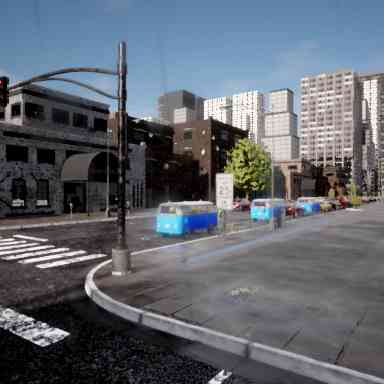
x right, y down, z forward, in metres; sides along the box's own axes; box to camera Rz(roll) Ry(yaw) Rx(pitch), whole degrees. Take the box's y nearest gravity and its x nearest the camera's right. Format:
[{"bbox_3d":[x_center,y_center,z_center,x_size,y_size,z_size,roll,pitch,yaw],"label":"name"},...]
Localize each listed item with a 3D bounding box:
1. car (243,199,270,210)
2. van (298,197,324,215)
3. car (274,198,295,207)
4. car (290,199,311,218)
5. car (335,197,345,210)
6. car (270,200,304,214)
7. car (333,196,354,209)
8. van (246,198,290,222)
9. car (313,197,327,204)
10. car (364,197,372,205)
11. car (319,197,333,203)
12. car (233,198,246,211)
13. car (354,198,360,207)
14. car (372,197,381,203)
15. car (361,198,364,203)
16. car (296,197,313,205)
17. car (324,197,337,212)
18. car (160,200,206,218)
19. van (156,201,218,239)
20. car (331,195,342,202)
[{"bbox_3d":[8.830,1.629,45.096,1.887,1.381,4.507,0,0,35],"label":"car"},{"bbox_3d":[12.522,1.469,35.752,1.690,1.788,3.998,0,0,35],"label":"van"},{"bbox_3d":[15.161,1.665,54.144,1.887,1.381,4.507,0,0,35],"label":"car"},{"bbox_3d":[9.355,1.655,31.227,1.887,1.381,4.507,0,0,35],"label":"car"},{"bbox_3d":[18.851,1.729,44.800,1.947,1.339,4.313,0,0,35],"label":"car"},{"bbox_3d":[10.926,1.659,37.985,2.033,1.411,5.357,1,0,35],"label":"car"},{"bbox_3d":[22.019,1.497,49.326,2.192,1.841,5.009,0,0,35],"label":"car"},{"bbox_3d":[6.190,1.436,26.704,1.690,1.788,3.998,0,0,35],"label":"van"},{"bbox_3d":[27.726,1.728,72.101,1.752,1.417,4.829,0,0,35],"label":"car"},{"bbox_3d":[34.680,1.809,67.422,1.887,1.381,4.507,0,0,35],"label":"car"},{"bbox_3d":[30.989,1.792,76.765,1.947,1.339,4.313,0,0,35],"label":"car"},{"bbox_3d":[5.666,1.506,40.572,1.967,1.590,4.097,0,0,35],"label":"car"},{"bbox_3d":[25.185,1.516,53.850,2.192,1.841,5.009,0,0,35],"label":"car"},{"bbox_3d":[44.177,1.899,80.995,1.947,1.339,4.313,0,0,35],"label":"car"},{"bbox_3d":[28.446,1.747,58.513,1.752,1.417,4.829,0,0,35],"label":"car"},{"bbox_3d":[21.493,1.705,63.192,1.887,1.381,4.507,0,0,35],"label":"car"},{"bbox_3d":[15.784,1.671,40.416,1.752,1.417,4.829,0,0,35],"label":"car"},{"bbox_3d":[-0.764,1.558,31.383,1.752,1.417,4.829,0,0,35],"label":"car"},{"bbox_3d":[-0.141,1.407,17.655,1.690,1.788,3.998,0,0,35],"label":"van"},{"bbox_3d":[37.320,1.712,85.813,1.967,1.590,4.097,0,0,35],"label":"car"}]
